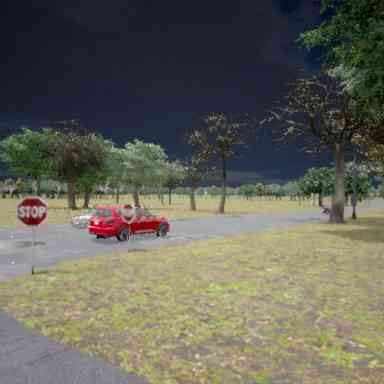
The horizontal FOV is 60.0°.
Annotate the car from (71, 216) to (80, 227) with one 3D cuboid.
[{"bbox_3d":[-7.656,2.182,27.397,1.812,1.442,4.674,1,-1,36],"label":"car"}]

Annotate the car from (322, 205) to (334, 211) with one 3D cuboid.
[{"bbox_3d":[35.921,4.178,87.810,1.882,1.535,5.008,1,-1,36],"label":"car"}]

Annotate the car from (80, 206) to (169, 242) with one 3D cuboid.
[{"bbox_3d":[-3.782,1.899,20.802,2.150,2.045,5.566,1,-1,36],"label":"car"}]

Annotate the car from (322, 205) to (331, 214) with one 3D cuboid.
[{"bbox_3d":[29.236,3.826,70.688,1.837,1.490,4.892,1,-1,29],"label":"car"}]
